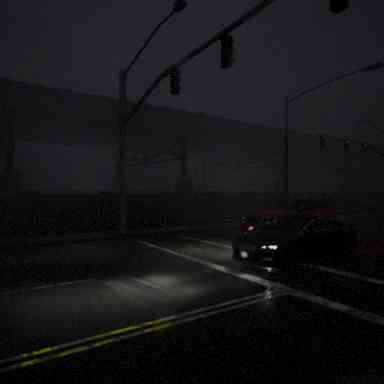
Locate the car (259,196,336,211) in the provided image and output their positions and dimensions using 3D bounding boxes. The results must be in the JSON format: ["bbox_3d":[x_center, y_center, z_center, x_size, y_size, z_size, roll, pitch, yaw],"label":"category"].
[{"bbox_3d":[4.814,1.221,16.030,5.566,2.045,2.150,0,0,-36],"label":"car"}]

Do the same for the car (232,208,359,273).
[{"bbox_3d":[3.460,1.491,10.772,4.902,1.511,2.128,0,0,-36],"label":"car"}]
